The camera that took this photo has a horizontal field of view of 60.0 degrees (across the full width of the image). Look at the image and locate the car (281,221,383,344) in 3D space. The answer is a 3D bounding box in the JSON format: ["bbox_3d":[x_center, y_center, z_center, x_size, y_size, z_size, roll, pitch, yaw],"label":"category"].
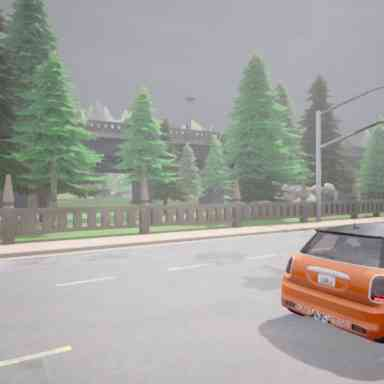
[{"bbox_3d":[3.850,1.350,6.131,4.553,1.767,2.097,0,0,-31],"label":"car"}]
